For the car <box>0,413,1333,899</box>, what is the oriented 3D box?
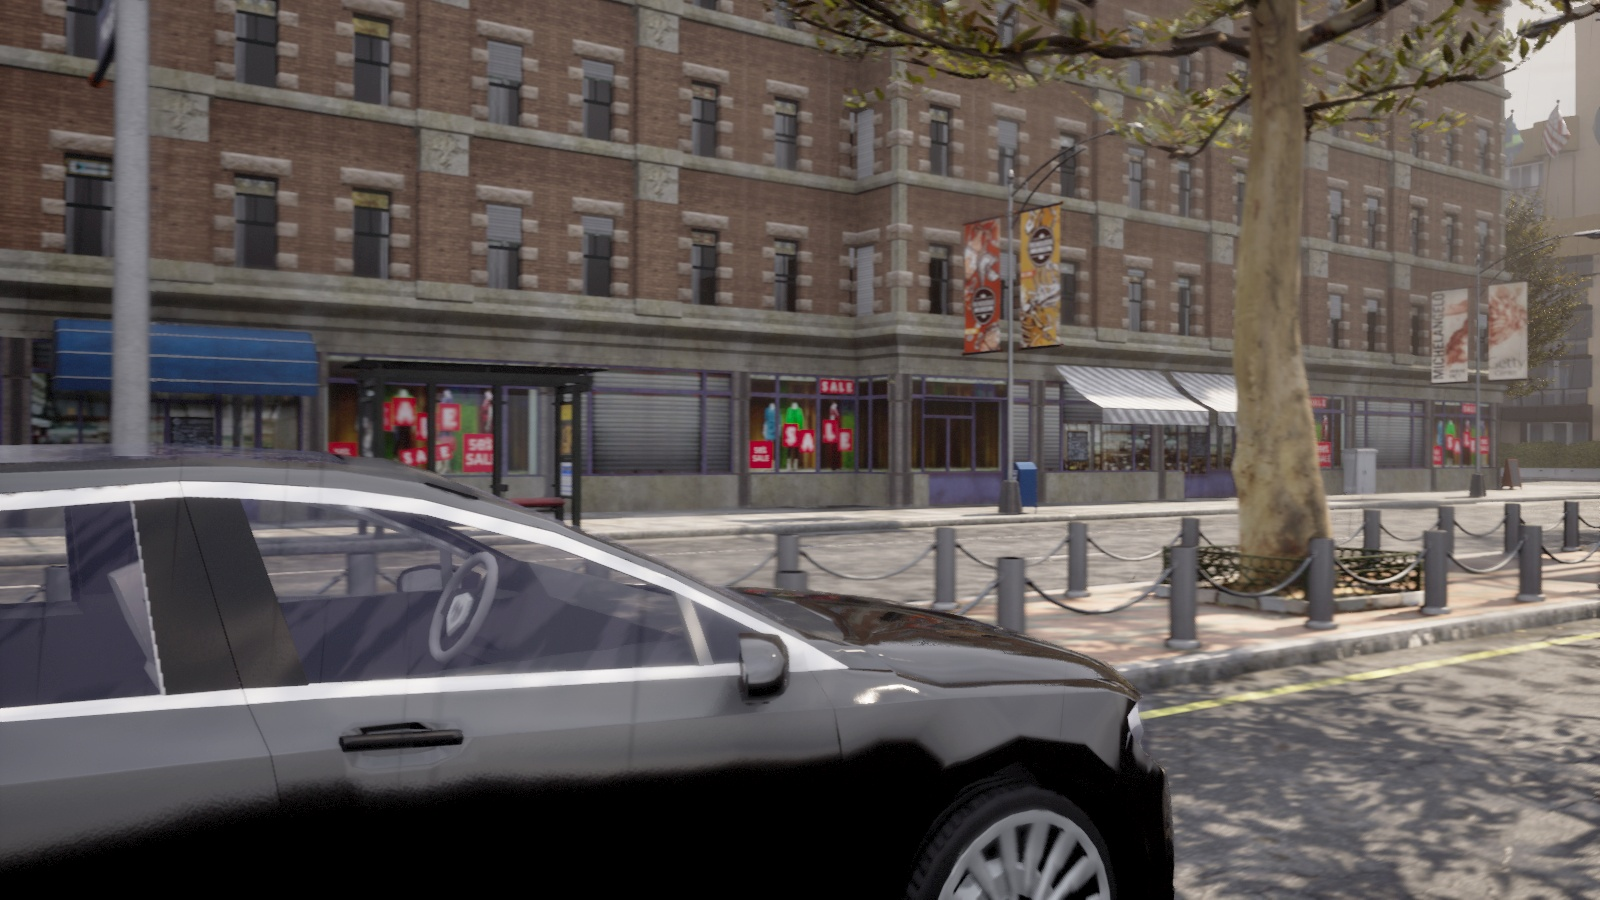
[{"bbox_3d":[-1.200,0.710,2.824,4.902,1.511,2.128,0,0,-35],"label":"car"}]
